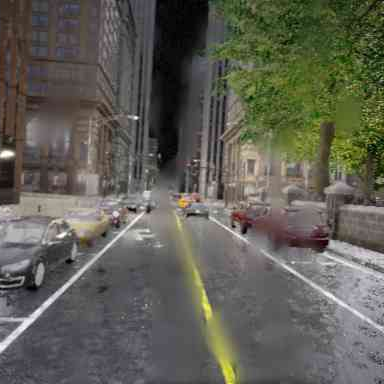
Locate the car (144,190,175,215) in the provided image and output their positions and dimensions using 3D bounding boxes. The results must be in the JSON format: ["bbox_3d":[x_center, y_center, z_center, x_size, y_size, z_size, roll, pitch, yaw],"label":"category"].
[{"bbox_3d":[-2.977,0.961,31.045,2.150,2.045,5.566,3,0,-4],"label":"car"}]

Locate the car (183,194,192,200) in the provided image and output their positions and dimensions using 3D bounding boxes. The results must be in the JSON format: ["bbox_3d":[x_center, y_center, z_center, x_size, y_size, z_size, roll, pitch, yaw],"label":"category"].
[{"bbox_3d":[-1.078,1.246,84.622,2.008,1.369,4.403,3,0,-4],"label":"car"}]

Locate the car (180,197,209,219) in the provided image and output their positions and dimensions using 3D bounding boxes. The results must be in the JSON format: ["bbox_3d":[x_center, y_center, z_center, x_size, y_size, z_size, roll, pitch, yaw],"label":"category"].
[{"bbox_3d":[0.313,1.492,28.536,1.994,1.385,4.181,3,0,-5],"label":"car"}]

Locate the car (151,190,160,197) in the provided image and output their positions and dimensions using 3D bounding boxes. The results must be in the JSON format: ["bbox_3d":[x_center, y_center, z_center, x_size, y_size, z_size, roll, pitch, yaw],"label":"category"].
[{"bbox_3d":[-10.343,0.481,94.849,2.192,1.841,5.009,3,0,-4],"label":"car"}]

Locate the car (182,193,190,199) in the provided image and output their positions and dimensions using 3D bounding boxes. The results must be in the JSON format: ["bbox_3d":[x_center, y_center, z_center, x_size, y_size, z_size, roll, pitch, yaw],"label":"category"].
[{"bbox_3d":[-1.859,1.069,95.475,1.967,1.590,4.097,3,0,-4],"label":"car"}]

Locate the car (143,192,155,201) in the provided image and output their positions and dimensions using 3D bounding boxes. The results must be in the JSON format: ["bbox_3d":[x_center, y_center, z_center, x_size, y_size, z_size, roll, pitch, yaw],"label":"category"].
[{"bbox_3d":[-7.985,0.808,62.288,1.967,1.590,4.097,3,0,-4],"label":"car"}]

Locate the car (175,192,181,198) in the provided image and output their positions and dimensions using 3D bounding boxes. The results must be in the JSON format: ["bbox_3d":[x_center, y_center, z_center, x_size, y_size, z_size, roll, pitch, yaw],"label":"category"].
[{"bbox_3d":[-3.859,1.004,84.895,1.882,1.535,5.008,3,0,-4],"label":"car"}]

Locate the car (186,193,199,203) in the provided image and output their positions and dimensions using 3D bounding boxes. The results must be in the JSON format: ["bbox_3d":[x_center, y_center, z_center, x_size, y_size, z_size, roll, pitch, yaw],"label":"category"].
[{"bbox_3d":[0.118,1.111,68.343,2.192,1.841,5.009,3,0,-4],"label":"car"}]

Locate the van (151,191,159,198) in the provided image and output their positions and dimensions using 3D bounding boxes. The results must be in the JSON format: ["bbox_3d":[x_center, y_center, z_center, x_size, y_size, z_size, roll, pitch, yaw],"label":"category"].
[{"bbox_3d":[-9.950,0.540,89.422,1.690,1.788,3.998,3,0,-4],"label":"van"}]

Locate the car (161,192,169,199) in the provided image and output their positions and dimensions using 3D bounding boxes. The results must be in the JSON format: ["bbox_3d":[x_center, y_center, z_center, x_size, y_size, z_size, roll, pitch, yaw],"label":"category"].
[{"bbox_3d":[-7.091,0.868,88.008,2.128,1.511,4.902,3,0,-4],"label":"car"}]

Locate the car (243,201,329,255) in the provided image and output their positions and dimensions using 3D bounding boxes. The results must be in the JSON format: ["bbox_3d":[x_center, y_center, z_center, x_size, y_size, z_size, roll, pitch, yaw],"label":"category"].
[{"bbox_3d":[4.035,1.496,14.376,2.192,1.841,5.009,3,0,-4],"label":"car"}]

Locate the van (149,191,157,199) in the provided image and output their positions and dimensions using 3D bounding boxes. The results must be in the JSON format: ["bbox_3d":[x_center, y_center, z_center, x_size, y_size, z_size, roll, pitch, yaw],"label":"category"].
[{"bbox_3d":[-9.162,0.607,78.569,1.690,1.788,3.998,3,0,-4],"label":"van"}]

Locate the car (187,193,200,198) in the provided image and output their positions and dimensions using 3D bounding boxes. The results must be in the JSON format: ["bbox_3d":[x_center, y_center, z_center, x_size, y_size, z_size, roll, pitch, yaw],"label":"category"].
[{"bbox_3d":[0.512,1.146,62.916,2.192,1.841,5.009,3,0,-4],"label":"car"}]

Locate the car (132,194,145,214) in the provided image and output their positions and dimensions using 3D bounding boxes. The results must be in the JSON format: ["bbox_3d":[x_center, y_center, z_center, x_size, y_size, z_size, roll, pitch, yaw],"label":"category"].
[{"bbox_3d":[-5.668,1.159,30.275,1.947,1.339,4.313,3,0,-4],"label":"car"}]

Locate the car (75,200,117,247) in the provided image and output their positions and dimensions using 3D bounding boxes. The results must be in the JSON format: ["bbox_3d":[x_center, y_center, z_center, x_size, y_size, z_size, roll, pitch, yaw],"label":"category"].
[{"bbox_3d":[-4.455,1.244,13.577,1.752,1.417,4.829,3,0,-4],"label":"car"}]

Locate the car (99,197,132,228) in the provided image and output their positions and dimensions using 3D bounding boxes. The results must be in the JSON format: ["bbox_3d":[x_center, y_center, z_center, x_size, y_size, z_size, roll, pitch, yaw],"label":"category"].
[{"bbox_3d":[-4.862,1.118,19.257,1.967,1.590,4.097,3,0,-4],"label":"car"}]

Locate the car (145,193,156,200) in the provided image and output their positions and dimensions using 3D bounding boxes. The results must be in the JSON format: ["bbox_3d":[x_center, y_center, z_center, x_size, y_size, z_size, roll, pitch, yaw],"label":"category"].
[{"bbox_3d":[-8.385,0.878,67.715,1.887,1.381,4.507,3,0,-4],"label":"car"}]

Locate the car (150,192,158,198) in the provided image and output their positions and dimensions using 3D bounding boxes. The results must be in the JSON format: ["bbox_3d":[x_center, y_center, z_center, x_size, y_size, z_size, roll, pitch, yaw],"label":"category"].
[{"bbox_3d":[-9.567,0.777,83.996,1.887,1.381,4.507,3,0,-4],"label":"car"}]

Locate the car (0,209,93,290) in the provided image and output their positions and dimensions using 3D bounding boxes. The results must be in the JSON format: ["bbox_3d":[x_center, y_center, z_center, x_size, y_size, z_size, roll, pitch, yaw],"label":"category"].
[{"bbox_3d":[-4.069,1.306,8.237,2.008,1.369,4.403,3,0,-4],"label":"car"}]

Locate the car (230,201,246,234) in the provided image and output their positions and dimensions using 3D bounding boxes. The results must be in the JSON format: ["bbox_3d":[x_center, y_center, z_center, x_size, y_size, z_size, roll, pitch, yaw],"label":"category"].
[{"bbox_3d":[3.635,1.456,19.886,2.192,1.841,5.009,3,0,-4],"label":"car"}]

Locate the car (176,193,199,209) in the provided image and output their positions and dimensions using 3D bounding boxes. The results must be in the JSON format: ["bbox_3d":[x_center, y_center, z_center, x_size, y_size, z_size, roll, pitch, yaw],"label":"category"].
[{"bbox_3d":[-0.604,1.330,41.197,1.882,1.535,5.008,4,0,-4],"label":"car"}]
